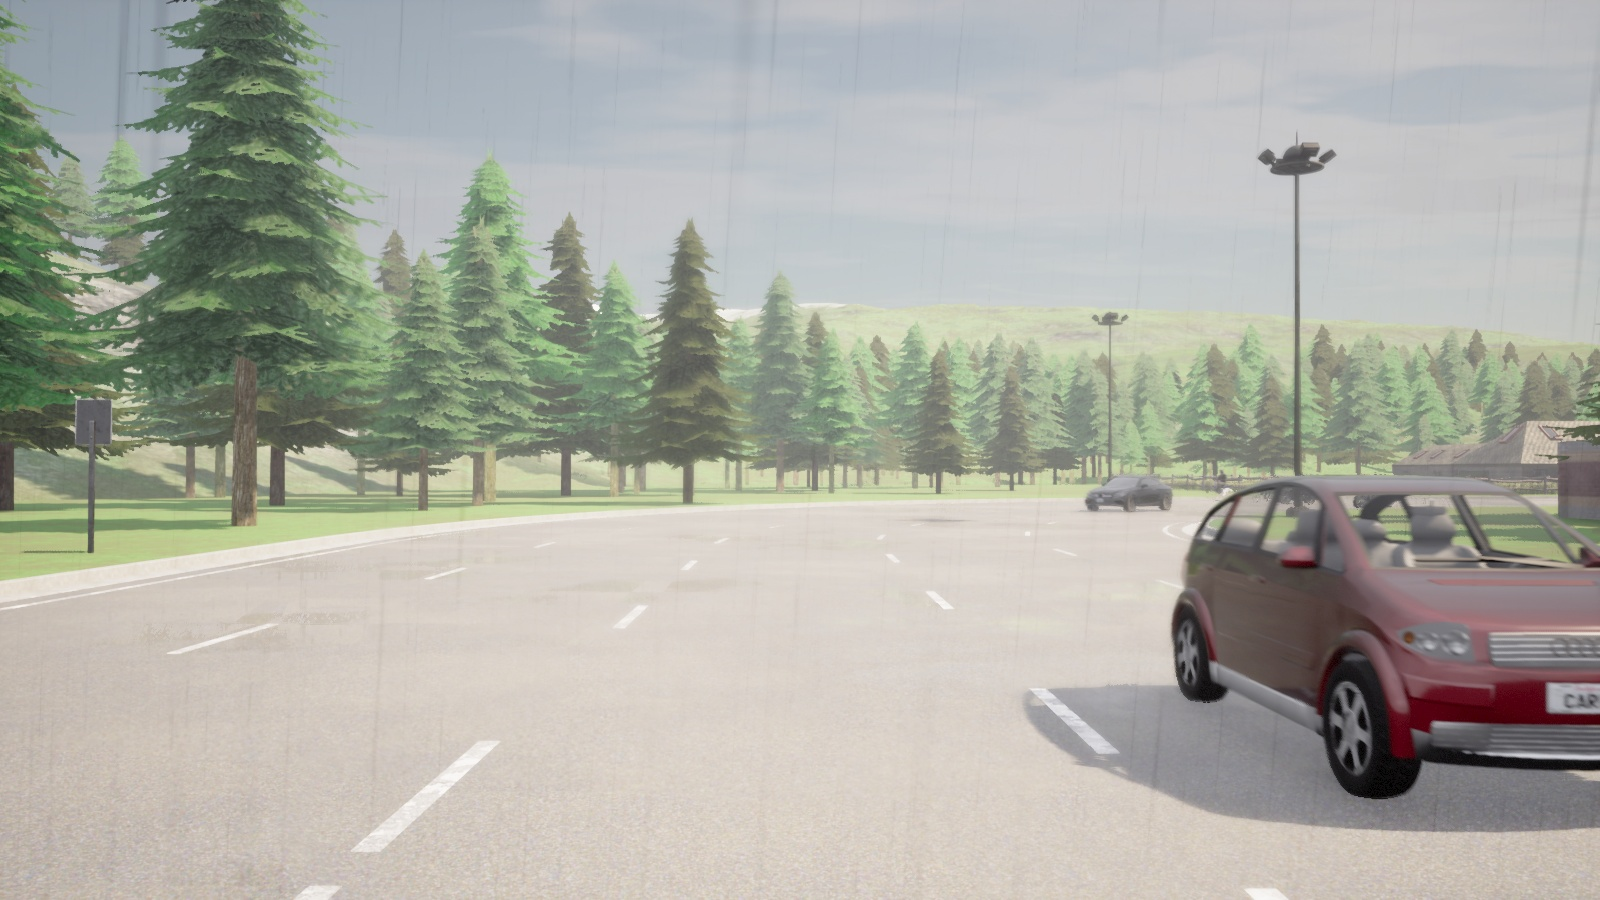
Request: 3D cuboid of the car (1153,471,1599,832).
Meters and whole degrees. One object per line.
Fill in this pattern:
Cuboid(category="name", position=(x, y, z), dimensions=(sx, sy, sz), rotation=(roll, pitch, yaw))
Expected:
Cuboid(category="car", position=(3.478, 0.902, 7.285), dimensions=(1.789, 1.549, 3.705), rotation=(0, -1, 0))

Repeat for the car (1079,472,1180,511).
Cuboid(category="car", position=(13.225, 1.630, 50.235), dimensions=(1.812, 1.442, 4.674), rotation=(-1, -1, 44))
